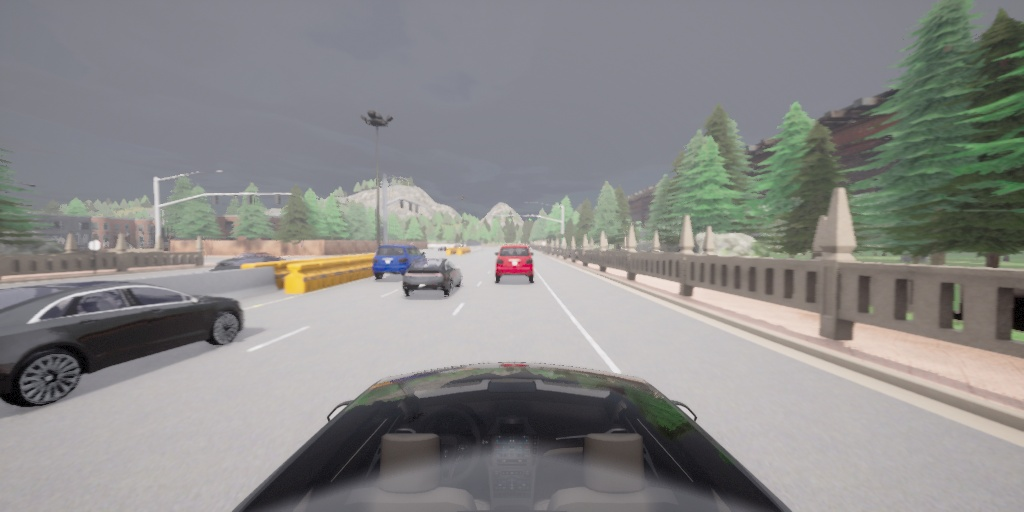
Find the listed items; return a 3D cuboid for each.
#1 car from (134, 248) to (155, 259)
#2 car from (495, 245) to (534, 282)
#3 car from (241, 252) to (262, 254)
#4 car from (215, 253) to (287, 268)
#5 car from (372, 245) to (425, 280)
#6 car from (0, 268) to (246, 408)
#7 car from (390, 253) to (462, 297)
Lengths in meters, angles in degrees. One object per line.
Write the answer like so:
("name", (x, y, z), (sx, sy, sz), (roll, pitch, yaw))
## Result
("car", (-43.872, -0.147, 42.456), (4.902, 1.511, 2.128), (0, 2, 1))
("car", (0.140, 0.363, 21.320), (2.150, 2.045, 5.566), (0, 2, 0))
("car", (-20.934, 0.409, 28.895), (2.033, 1.411, 5.357), (0, 2, 1))
("car", (-14.053, 0.740, 19.878), (2.033, 1.411, 5.357), (0, 2, 1))
("car", (-6.851, 0.319, 22.495), (2.150, 2.045, 5.566), (0, 2, 0))
("car", (-6.901, 1.162, 6.056), (2.128, 1.511, 4.902), (0, 1, 0))
("car", (-3.384, 0.831, 15.888), (2.128, 1.511, 4.902), (0, 2, 0))
